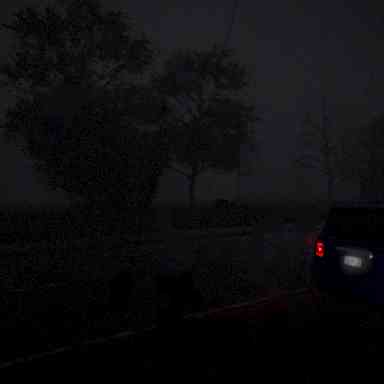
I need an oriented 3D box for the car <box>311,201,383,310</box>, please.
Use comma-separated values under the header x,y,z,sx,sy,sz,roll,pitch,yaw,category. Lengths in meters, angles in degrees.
x,y,z,sx,sy,sz,roll,pitch,yaw,category
4.880,1.213,6.812,5.566,2.045,2.150,0,0,-32,car
